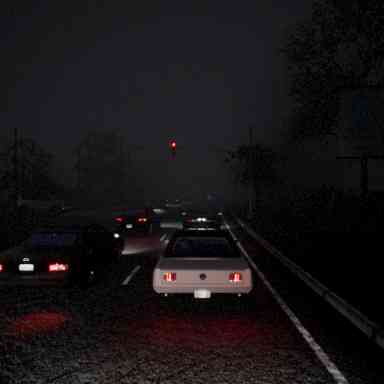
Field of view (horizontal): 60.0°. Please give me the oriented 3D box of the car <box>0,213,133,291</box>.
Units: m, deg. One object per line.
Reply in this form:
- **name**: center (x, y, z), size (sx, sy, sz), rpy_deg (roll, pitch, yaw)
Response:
- **car**: center (-3.256, 1.546, 9.135), size (2.033, 1.411, 5.357), rpy_deg (0, 0, 1)

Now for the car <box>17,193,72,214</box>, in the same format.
- **car**: center (-15.615, 1.208, 35.076), size (5.566, 2.045, 2.150), rpy_deg (1, 0, 4)

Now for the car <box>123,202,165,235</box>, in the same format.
- **car**: center (-2.939, 1.523, 18.713), size (1.812, 1.442, 4.674), rpy_deg (0, 0, 4)

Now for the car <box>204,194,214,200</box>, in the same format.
- **car**: center (4.459, 1.316, 86.562), size (1.882, 1.535, 5.008), rpy_deg (0, 0, 11)

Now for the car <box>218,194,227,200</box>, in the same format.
- **car**: center (7.979, 1.334, 86.357), size (1.882, 1.535, 5.008), rpy_deg (0, 0, 11)

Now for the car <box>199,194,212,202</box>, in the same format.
- **car**: center (2.720, 1.507, 76.342), size (2.128, 1.511, 4.902), rpy_deg (0, 0, 10)

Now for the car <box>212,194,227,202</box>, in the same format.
- **car**: center (6.316, 1.537, 76.652), size (1.994, 1.385, 4.181), rpy_deg (0, 0, 10)

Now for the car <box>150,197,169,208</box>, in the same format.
- **car**: center (-4.787, 1.594, 45.676), size (1.895, 1.301, 4.718), rpy_deg (0, 0, 6)

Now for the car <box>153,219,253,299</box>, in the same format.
- **car**: center (0.232, 1.600, 8.373), size (1.895, 1.301, 4.718), rpy_deg (0, 0, 1)

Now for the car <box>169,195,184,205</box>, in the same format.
- **car**: center (-3.207, 1.343, 59.833), size (2.097, 1.767, 4.553), rpy_deg (0, 0, 7)

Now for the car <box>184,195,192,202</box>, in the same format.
- **car**: center (-1.057, 1.490, 74.869), size (1.837, 1.490, 4.892), rpy_deg (0, 0, 8)

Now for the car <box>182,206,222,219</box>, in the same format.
- **car**: center (0.522, 1.502, 17.598), size (1.837, 1.490, 4.892), rpy_deg (0, 0, 2)
